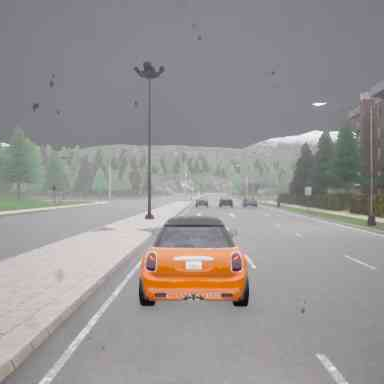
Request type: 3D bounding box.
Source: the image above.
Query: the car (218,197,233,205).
[{"bbox_3d":[4.990,1.469,49.356,1.882,1.535,5.008,0,0,2],"label":"car"}]

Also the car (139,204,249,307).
[{"bbox_3d":[0.068,1.351,8.168,2.097,1.767,4.553,0,0,1],"label":"car"}]

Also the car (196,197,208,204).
[{"bbox_3d":[1.480,1.517,49.147,1.812,1.442,4.674,0,0,2],"label":"car"}]

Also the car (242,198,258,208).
[{"bbox_3d":[8.488,1.539,49.227,2.033,1.411,5.357,0,0,2],"label":"car"}]
